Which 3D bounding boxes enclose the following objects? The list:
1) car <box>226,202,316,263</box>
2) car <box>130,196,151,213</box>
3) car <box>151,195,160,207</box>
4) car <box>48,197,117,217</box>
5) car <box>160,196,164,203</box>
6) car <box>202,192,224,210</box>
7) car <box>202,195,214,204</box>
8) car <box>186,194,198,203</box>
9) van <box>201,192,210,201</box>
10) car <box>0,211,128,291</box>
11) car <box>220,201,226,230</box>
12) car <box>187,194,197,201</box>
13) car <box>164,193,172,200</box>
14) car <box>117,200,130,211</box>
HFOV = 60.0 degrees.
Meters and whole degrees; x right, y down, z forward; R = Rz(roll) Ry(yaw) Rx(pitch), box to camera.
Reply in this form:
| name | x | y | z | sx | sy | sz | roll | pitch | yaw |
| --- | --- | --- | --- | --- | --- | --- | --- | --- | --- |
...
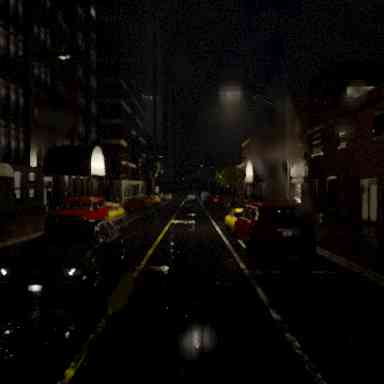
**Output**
| name | x | y | z | sx | sy | sz | roll | pitch | yaw |
| --- | --- | --- | --- | --- | --- | --- | --- | --- | --- |
| car | 2.673 | 1.244 | 11.681 | 2.192 | 1.841 | 5.009 | -1 | 0 | 0 |
| car | -5.708 | 1.340 | 33.830 | 1.887 | 1.381 | 4.507 | -1 | 0 | 0 |
| car | -5.710 | 1.255 | 44.729 | 1.752 | 1.417 | 4.829 | -1 | 0 | 0 |
| car | -5.708 | 1.211 | 17.224 | 2.192 | 1.841 | 5.009 | -1 | 0 | 0 |
| car | -5.711 | 1.221 | 50.264 | 1.752 | 1.417 | 4.829 | -1 | 0 | 0 |
| car | 2.668 | 1.077 | 39.354 | 2.192 | 1.841 | 5.009 | -1 | 0 | 0 |
| car | 2.669 | 1.243 | 55.958 | 1.802 | 1.307 | 4.206 | -1 | 0 | 0 |
| car | -0.010 | 1.201 | 57.208 | 2.033 | 1.411 | 5.357 | 0 | 0 | 0 |
| van | 2.664 | 0.935 | 67.025 | 1.690 | 1.788 | 3.998 | -1 | 0 | 0 |
| car | -3.078 | 1.491 | 9.209 | 2.033 | 1.411 | 5.357 | 0 | 0 | 0 |
| car | 2.675 | 1.420 | 17.387 | 1.752 | 1.417 | 4.829 | -1 | 0 | 0 |
| car | -0.012 | 1.098 | 67.493 | 1.837 | 1.490 | 4.892 | 0 | 0 | 0 |
| car | -5.717 | 0.968 | 78.108 | 1.967 | 1.590 | 4.097 | -1 | 0 | 0 |
| car | -5.706 | 1.389 | 22.590 | 1.752 | 1.417 | 4.829 | -1 | 0 | 0 |
